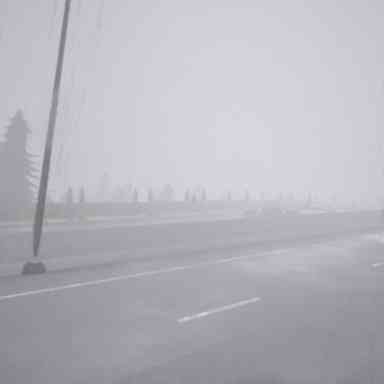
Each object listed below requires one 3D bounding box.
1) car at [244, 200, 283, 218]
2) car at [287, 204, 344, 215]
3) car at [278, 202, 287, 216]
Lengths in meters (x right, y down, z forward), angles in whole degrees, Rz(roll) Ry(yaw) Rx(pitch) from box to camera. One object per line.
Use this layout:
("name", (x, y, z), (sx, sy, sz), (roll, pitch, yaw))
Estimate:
("car", (6.999, 1.538, 31.188), (4.553, 1.767, 2.097), (0, -1, -37))
("car", (9.297, 1.650, 24.162), (4.674, 1.442, 1.812), (0, 0, -37))
("car", (10.034, 1.755, 29.090), (4.718, 1.301, 1.895), (0, 0, -37))
